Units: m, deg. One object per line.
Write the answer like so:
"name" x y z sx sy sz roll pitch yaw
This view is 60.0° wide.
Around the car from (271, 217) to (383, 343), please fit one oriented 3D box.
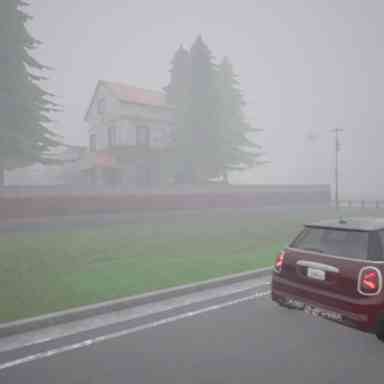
"car" 3.658 1.259 6.377 4.553 1.767 2.097 -1 1 -35
